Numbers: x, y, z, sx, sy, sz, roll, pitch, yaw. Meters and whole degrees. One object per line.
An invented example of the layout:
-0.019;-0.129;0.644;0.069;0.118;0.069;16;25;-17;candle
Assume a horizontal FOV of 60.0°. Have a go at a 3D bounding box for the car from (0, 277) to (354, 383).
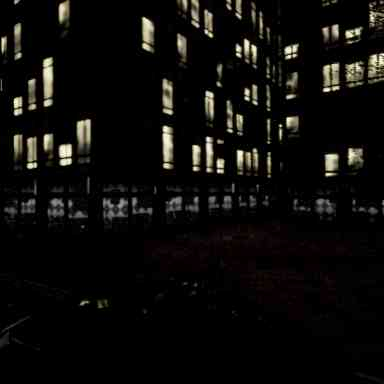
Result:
-0.697;1.583;3.337;4.313;1.339;1.947;-1;-1;36;car
